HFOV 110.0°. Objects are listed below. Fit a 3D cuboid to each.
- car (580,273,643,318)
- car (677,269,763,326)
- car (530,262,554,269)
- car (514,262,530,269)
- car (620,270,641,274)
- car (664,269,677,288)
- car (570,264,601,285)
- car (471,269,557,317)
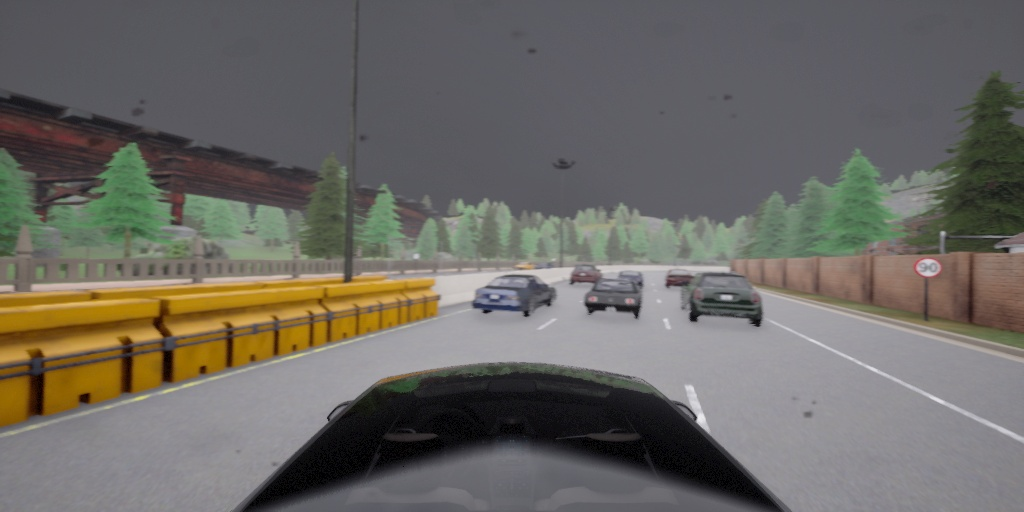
[{"bbox_3d":[4.128,1.551,14.146,1.895,1.301,4.718,1,0,21],"label":"car"},{"bbox_3d":[7.601,1.378,13.423,2.097,1.767,4.553,1,-1,21],"label":"car"},{"bbox_3d":[4.939,1.669,55.866,2.097,1.767,4.553,1,-1,24],"label":"car"},{"bbox_3d":[1.940,1.739,57.820,1.882,1.535,5.008,1,0,24],"label":"car"},{"bbox_3d":[9.345,1.791,28.208,1.895,1.301,4.718,1,0,21],"label":"car"},{"bbox_3d":[13.268,1.764,28.674,1.882,1.535,5.008,1,0,21],"label":"car"},{"bbox_3d":[6.258,1.483,29.922,2.097,1.767,4.553,1,-1,21],"label":"car"},{"bbox_3d":[0.310,1.406,13.943,2.033,1.411,5.357,1,0,21],"label":"car"}]
